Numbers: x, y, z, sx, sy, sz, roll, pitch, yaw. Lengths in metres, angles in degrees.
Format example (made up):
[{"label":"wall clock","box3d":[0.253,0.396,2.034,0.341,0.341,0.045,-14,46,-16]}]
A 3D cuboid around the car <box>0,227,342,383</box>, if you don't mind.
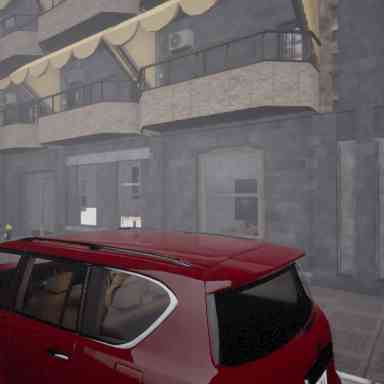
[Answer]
[{"label":"car","box3d":[-1.113,1.315,3.530,5.009,1.841,2.192,0,0,36]}]
